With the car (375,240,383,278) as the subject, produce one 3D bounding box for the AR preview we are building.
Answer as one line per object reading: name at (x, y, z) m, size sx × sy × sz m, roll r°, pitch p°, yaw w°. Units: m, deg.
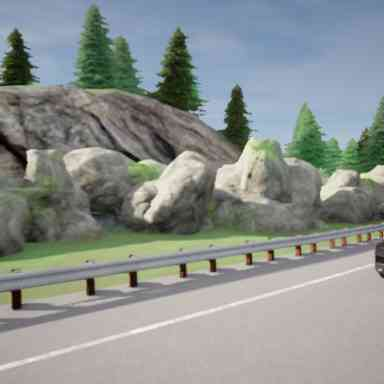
car at (6.681, 1.511, 8.900) m, size 4.892 × 1.490 × 1.837 m, roll 0°, pitch 0°, yaw -38°
